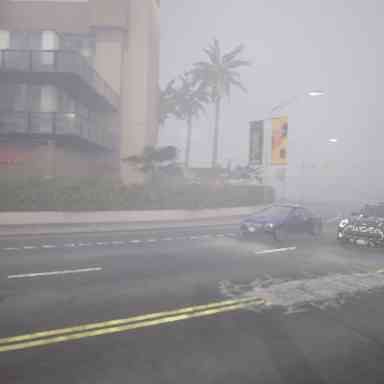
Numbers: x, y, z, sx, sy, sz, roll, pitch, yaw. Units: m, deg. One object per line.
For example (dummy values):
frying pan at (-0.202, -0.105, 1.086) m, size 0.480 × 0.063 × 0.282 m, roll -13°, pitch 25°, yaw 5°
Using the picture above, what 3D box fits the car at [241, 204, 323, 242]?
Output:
car at (4.260, 1.301, 15.251) m, size 4.674 × 1.442 × 1.812 m, roll 1°, pitch 2°, yaw -40°

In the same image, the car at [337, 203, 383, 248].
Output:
car at (7.892, 1.275, 13.816) m, size 4.553 × 1.767 × 2.097 m, roll 1°, pitch 2°, yaw -43°
